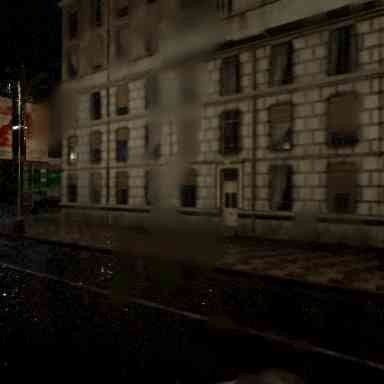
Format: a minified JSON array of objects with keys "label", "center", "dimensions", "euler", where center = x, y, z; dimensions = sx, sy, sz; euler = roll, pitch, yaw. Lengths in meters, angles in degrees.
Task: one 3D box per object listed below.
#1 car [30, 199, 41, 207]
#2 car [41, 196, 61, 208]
[{"label":"car","center":[-19.477,1.318,46.014],"dimensions":[2.033,1.411,5.357],"euler":[0,0,36]},{"label":"car","center":[-16.589,1.337,44.038],"dimensions":[2.033,1.411,5.357],"euler":[0,0,36]}]
